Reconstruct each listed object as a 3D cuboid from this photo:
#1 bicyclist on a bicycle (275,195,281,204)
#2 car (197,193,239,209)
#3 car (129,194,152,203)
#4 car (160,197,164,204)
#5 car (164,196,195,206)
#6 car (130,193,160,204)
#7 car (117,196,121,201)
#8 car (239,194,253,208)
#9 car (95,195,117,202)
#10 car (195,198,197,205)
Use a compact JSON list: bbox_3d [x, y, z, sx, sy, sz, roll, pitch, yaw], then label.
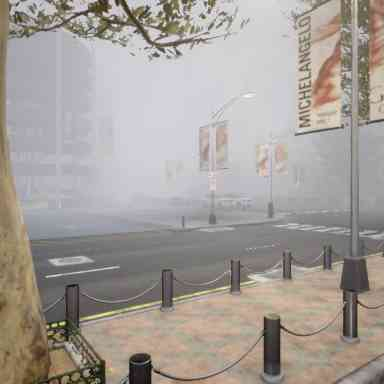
[{"bbox_3d":[15.726,1.300,60.483,1.656,1.620,0.582,0,0,-36],"label":"bicyclist on a bicycle"},{"bbox_3d":[3.562,1.221,46.556,2.150,2.045,5.566,0,0,-35],"label":"car"},{"bbox_3d":[-11.251,1.355,72.586,4.553,1.767,2.097,0,0,26],"label":"car"},{"bbox_3d":[-5.777,1.601,63.976,4.718,1.301,1.895,0,0,43],"label":"car"},{"bbox_3d":[-2.156,1.505,54.465,1.837,1.490,4.892,0,0,-37],"label":"car"},{"bbox_3d":[-9.099,1.222,62.285,5.566,2.045,2.150,0,0,40],"label":"car"},{"bbox_3d":[-19.528,1.418,79.666,5.008,1.535,1.882,0,0,12],"label":"car"},{"bbox_3d":[6.417,1.221,48.580,2.150,2.045,5.566,0,0,-35],"label":"car"},{"bbox_3d":[-20.492,1.450,76.302,4.892,1.490,1.837,0,0,12],"label":"car"},{"bbox_3d":[0.705,1.601,56.505,1.895,1.301,4.718,0,0,-37],"label":"car"}]
